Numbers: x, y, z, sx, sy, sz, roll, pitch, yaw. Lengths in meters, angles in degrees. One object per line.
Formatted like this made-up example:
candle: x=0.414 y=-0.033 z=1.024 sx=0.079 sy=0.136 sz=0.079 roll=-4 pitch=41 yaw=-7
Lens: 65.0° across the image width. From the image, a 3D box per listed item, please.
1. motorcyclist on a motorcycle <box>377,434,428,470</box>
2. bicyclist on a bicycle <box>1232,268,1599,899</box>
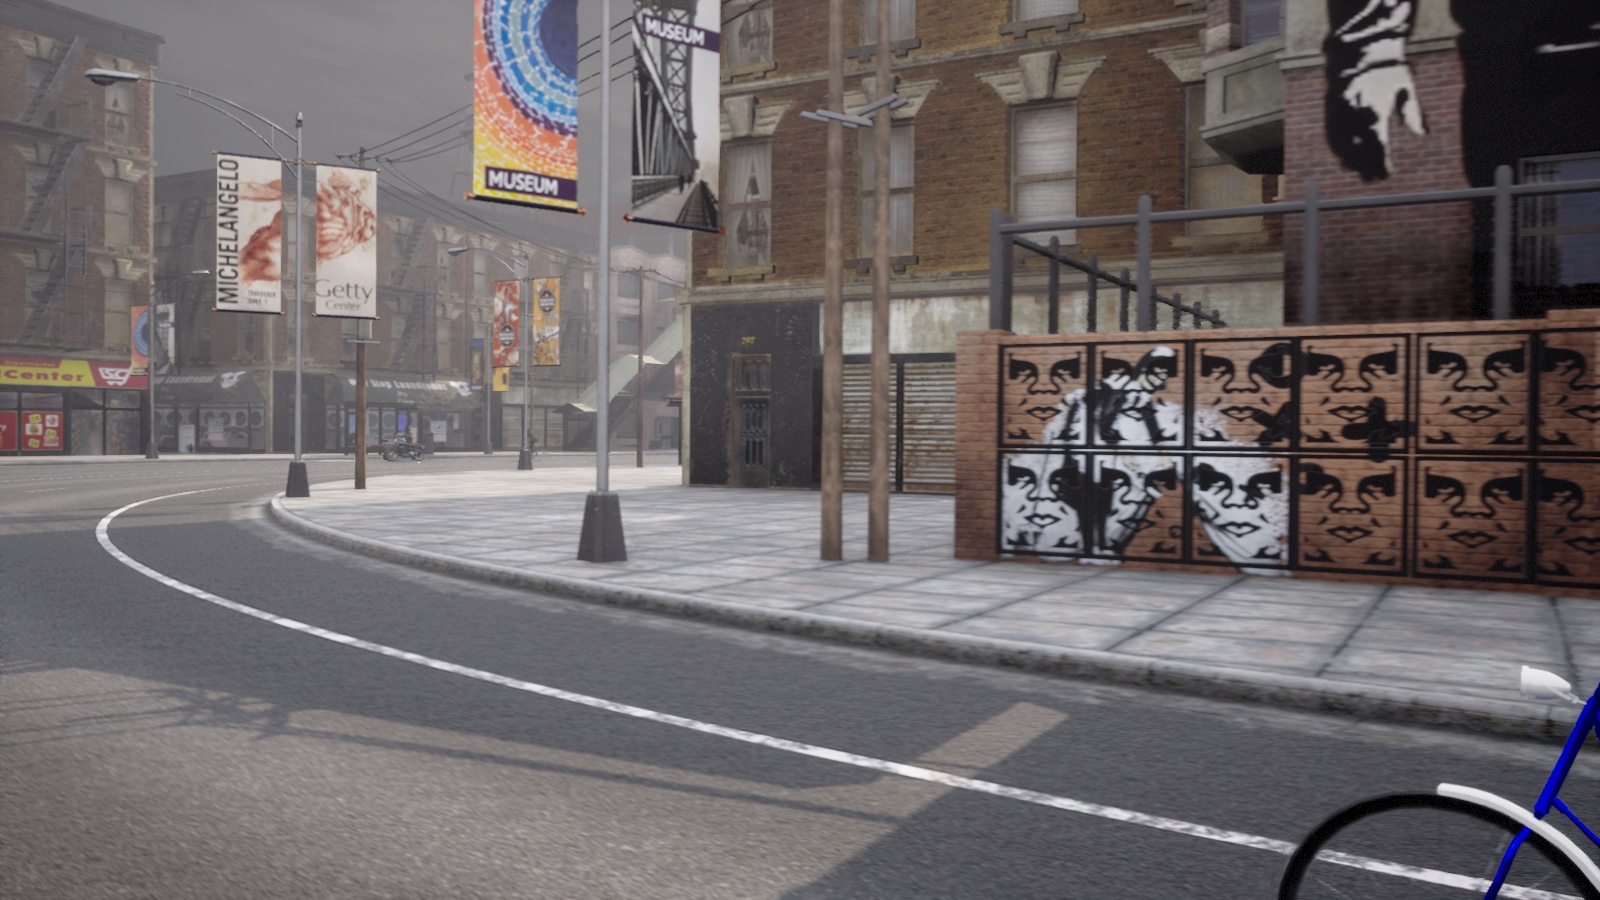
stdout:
motorcyclist on a motorcycle: x=-18.543 y=0.085 z=58.667 sx=0.766 sy=1.649 sz=2.350 roll=0 pitch=1 yaw=30
bicyclist on a bicycle: x=1.861 y=0.555 z=2.408 sx=1.843 sy=1.776 sz=0.659 roll=0 pitch=1 yaw=34
